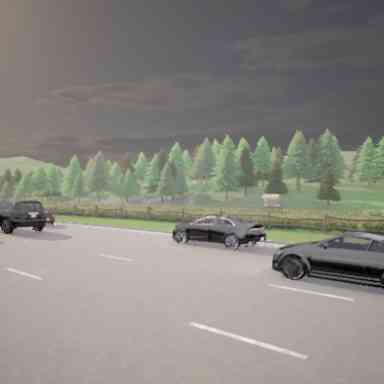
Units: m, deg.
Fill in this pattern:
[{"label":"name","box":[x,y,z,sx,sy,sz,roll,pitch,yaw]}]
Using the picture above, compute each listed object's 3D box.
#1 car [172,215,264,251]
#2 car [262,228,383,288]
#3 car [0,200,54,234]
[{"label":"car","box":[1.193,1.864,16.249,4.902,1.511,2.128,0,-2,37]},{"label":"car","box":[4.436,1.833,9.388,4.181,1.385,1.994,0,-2,37]},{"label":"car","box":[-11.670,1.538,21.638,5.566,2.045,2.150,0,-2,37]}]
